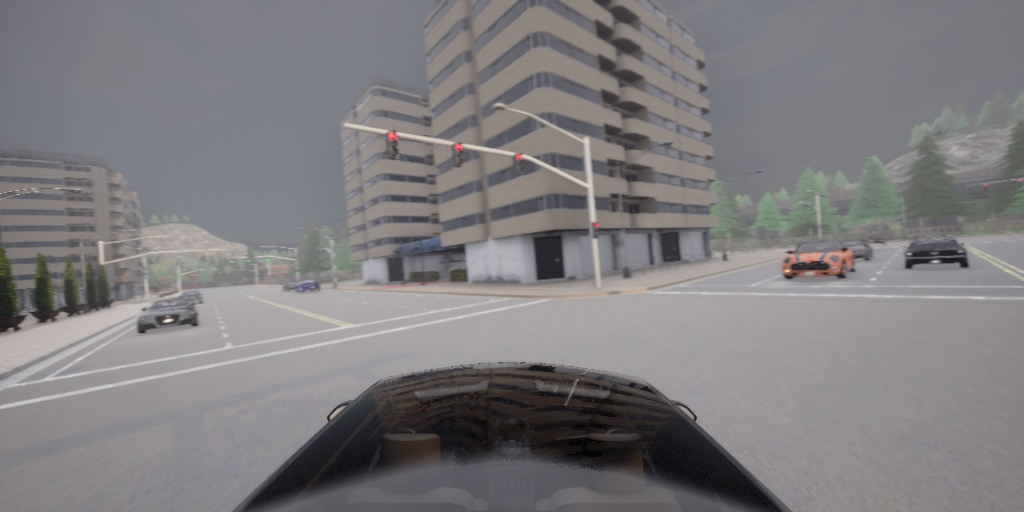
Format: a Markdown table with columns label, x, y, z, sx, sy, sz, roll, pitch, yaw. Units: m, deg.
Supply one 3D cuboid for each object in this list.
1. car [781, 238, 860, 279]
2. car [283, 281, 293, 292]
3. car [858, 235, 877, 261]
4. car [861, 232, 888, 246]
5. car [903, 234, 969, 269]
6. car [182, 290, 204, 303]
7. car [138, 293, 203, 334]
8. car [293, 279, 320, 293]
| label | x | y | z | sx | sy | sz | roll | pitch | yaw |
| --- | --- | --- | --- | --- | --- | --- | --- | --- | --- |
| car | 14.215 | 0.041 | 16.641 | 4.553 | 1.767 | 2.097 | -4 | -1 | -41 |
| car | -31.278 | 4.269 | 51.118 | 2.033 | 1.411 | 5.357 | -4 | -1 | -40 |
| car | 22.263 | -0.357 | 23.635 | 4.181 | 1.385 | 1.994 | -4 | -1 | -41 |
| car | 33.826 | -1.591 | 33.633 | 4.718 | 1.301 | 1.895 | -4 | -1 | -41 |
| car | 19.922 | -0.179 | 16.952 | 4.718 | 1.301 | 1.895 | -4 | -1 | -41 |
| car | -33.566 | 4.352 | 37.561 | 2.033 | 1.411 | 5.357 | -4 | -1 | -40 |
| car | -16.540 | 2.802 | 17.398 | 1.994 | 1.385 | 4.181 | -4 | -1 | -40 |
| car | -24.665 | 3.591 | 43.392 | 1.882 | 1.535 | 5.008 | -4 | -1 | -40 |
